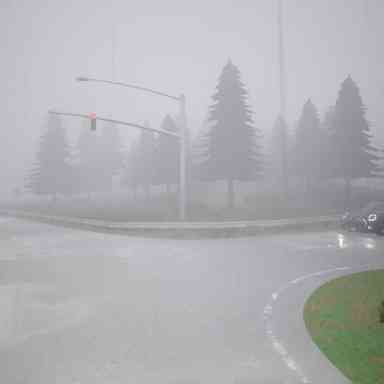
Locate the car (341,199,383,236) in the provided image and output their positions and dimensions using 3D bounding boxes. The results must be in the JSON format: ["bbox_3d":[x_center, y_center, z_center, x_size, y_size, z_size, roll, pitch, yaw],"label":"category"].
[{"bbox_3d":[9.947,1.138,17.042,4.553,1.767,2.097,-2,1,-21],"label":"car"}]

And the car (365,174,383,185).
[{"bbox_3d":[28.020,-2.127,51.214,2.150,2.045,5.566,0,5,25],"label":"car"}]
